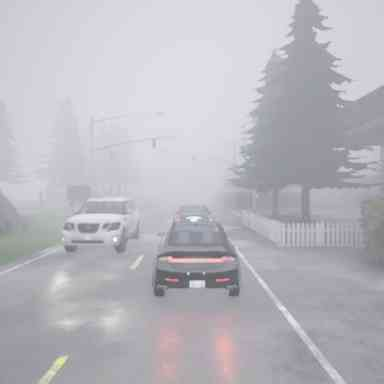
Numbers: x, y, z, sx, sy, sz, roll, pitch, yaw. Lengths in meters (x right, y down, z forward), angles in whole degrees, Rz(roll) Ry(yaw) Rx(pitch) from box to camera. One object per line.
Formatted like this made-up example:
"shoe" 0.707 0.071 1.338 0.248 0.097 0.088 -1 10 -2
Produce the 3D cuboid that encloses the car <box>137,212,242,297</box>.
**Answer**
"car" 0.097 1.496 8.583 2.128 1.511 4.902 0 0 0

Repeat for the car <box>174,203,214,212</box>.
"car" 0.093 1.361 17.736 2.097 1.767 4.553 0 0 0

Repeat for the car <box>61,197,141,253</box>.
"car" -3.580 1.230 14.175 2.150 2.045 5.566 0 0 0
